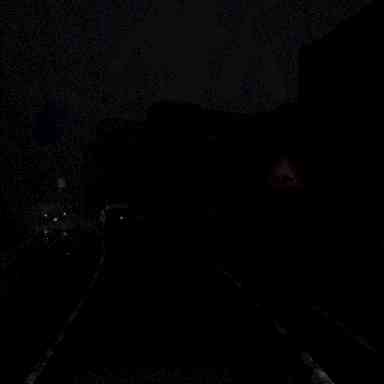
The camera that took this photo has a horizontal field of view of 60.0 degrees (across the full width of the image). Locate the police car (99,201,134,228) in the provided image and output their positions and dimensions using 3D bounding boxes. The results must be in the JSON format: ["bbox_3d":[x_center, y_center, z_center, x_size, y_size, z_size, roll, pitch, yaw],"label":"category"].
[{"bbox_3d":[-5.417,1.509,23.560,1.930,1.638,5.238,-3,0,-21],"label":"police car"}]

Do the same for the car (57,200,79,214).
[{"bbox_3d":[-14.939,1.744,38.758,2.097,1.767,4.553,-4,1,-38],"label":"car"}]

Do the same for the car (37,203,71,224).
[{"bbox_3d":[-12.115,1.948,28.705,1.895,1.301,4.718,-3,0,-30],"label":"car"}]
